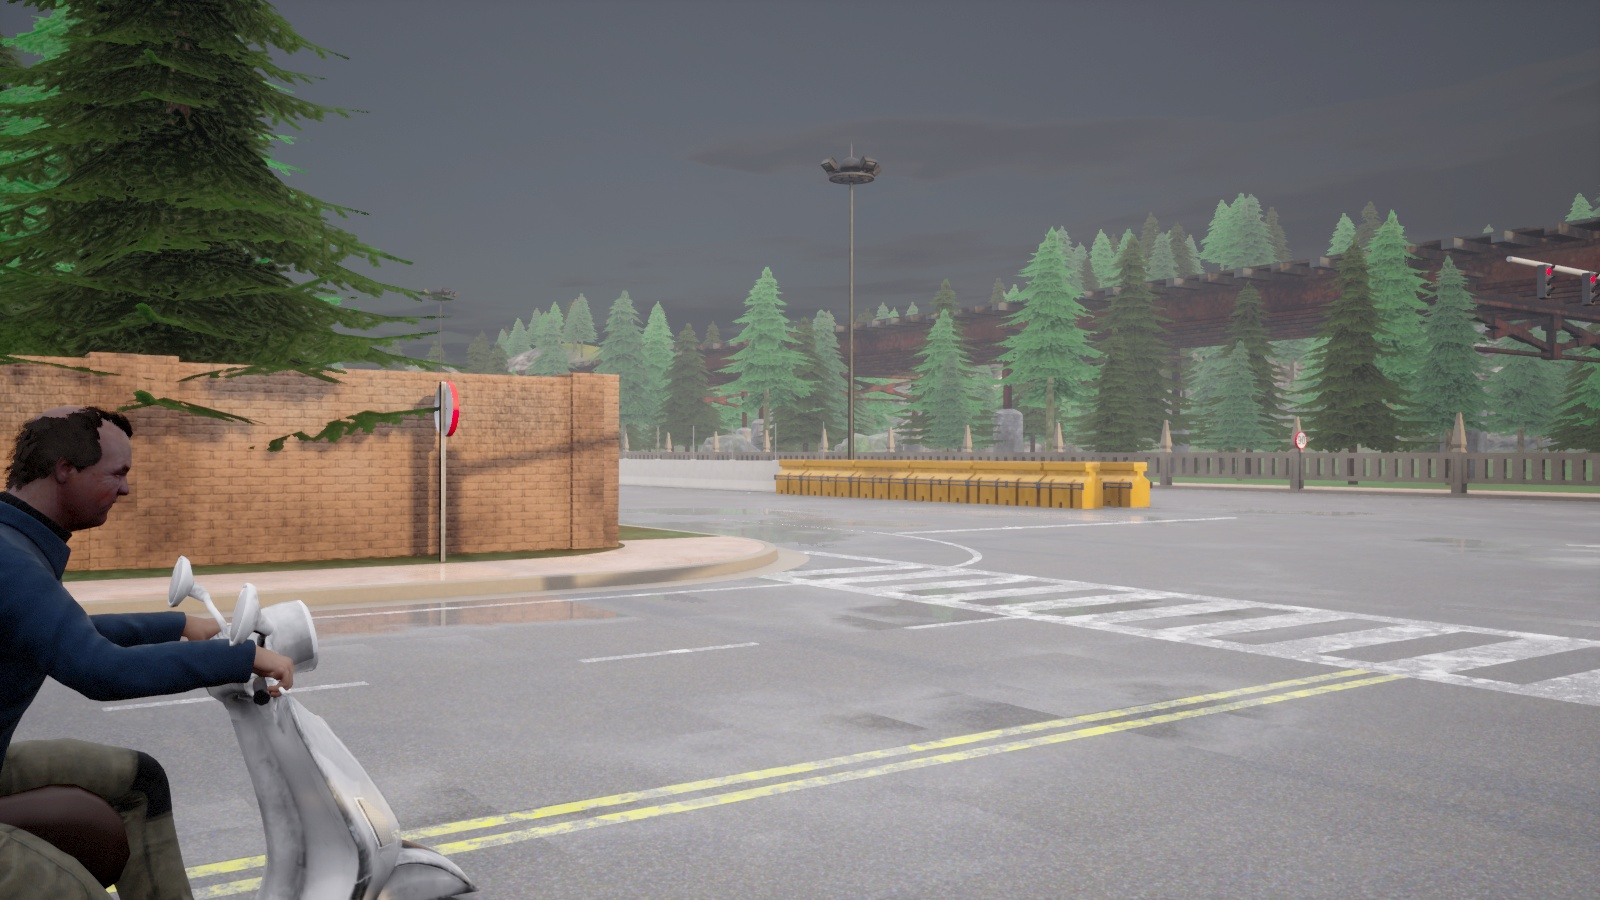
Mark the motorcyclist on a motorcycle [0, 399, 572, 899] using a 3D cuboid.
[{"bbox_3d":[-1.499,0.708,2.616,1.817,1.590,0.866,0,0,-35],"label":"motorcyclist on a motorcycle"}]
